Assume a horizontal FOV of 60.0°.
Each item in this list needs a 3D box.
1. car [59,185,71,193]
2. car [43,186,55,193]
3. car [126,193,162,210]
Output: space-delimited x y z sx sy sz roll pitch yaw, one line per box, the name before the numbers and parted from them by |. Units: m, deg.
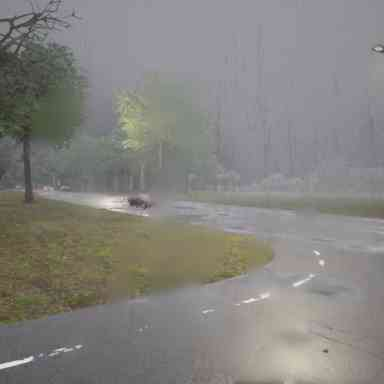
car | -31.692 -0.756 83.009 2.097 1.767 4.553 -1 2 -35
car | -34.623 -0.685 80.529 2.097 1.767 4.553 -1 2 -30
car | -4.778 0.897 32.940 1.882 1.535 5.008 -1 2 -35
